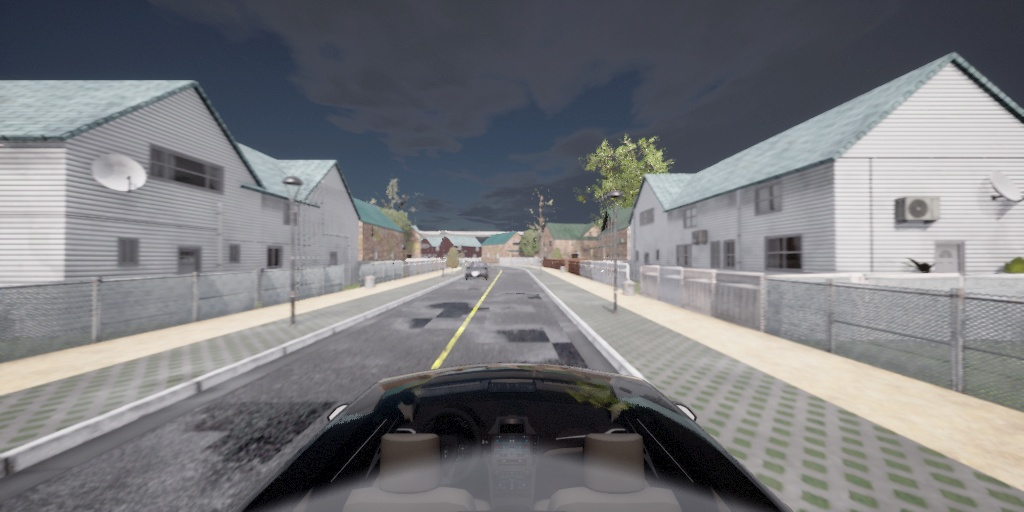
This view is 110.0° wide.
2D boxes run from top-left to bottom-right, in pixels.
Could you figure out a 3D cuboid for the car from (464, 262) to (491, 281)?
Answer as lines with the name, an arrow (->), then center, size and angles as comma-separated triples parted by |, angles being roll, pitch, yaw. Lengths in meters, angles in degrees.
car -> -2.842, 1.223, 30.209 | 2.128, 1.511, 4.902 | 0, 0, 0
